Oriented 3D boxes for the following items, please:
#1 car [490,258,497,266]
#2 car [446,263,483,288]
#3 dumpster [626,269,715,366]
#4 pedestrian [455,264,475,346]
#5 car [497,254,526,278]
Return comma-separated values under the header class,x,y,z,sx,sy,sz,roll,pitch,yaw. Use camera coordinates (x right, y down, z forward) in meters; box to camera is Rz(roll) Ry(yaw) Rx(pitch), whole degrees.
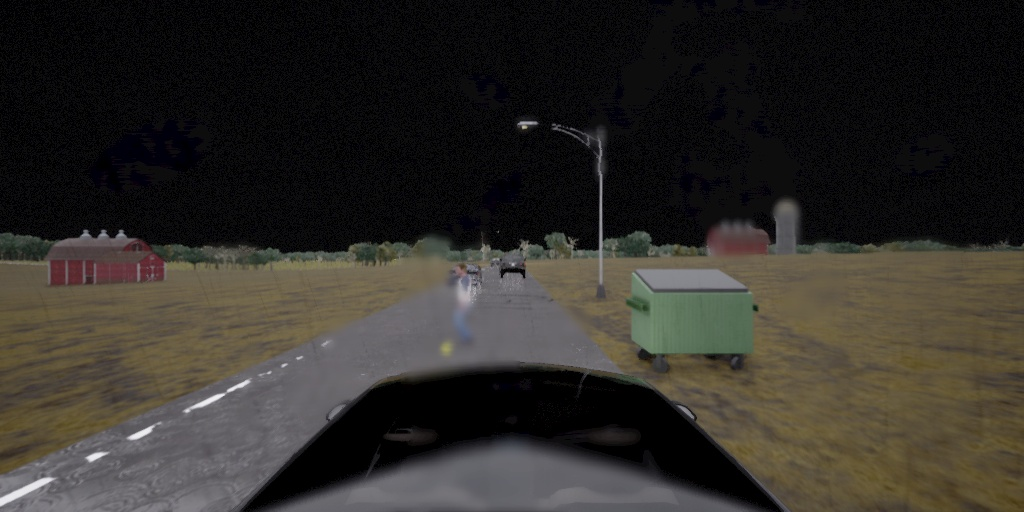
class,x,y,z,sx,sy,sz,roll,pitch,yaw
car,-2.791,1.033,64.027,1.882,1.535,5.008,0,0,1
car,-2.852,1.168,22.890,2.033,1.411,5.357,0,0,0
dumpster,3.125,1.109,7.485,1.020,1.700,1.940,0,0,0
pedestrian,-0.989,1.006,7.810,0.375,1.860,0.375,0,0,-10
car,0.085,0.794,31.679,2.150,2.045,5.566,0,1,0
